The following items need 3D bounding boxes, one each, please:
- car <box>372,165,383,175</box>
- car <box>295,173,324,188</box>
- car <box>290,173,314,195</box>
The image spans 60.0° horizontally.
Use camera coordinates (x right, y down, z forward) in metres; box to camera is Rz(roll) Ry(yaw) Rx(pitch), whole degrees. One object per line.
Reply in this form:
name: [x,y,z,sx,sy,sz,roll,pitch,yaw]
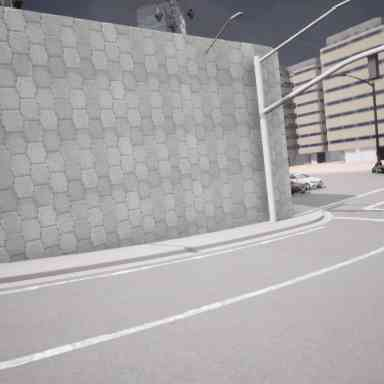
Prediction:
car: [20.528,-2.513,33.526,1.994,1.385,4.181,-10,6,-35]
car: [9.705,-0.971,30.497,1.812,1.442,4.674,-10,6,-35]
car: [7.352,-0.456,27.855,1.812,1.442,4.674,-10,6,-35]
